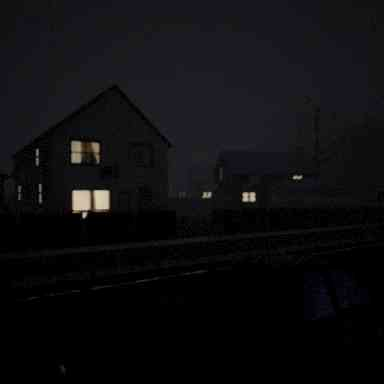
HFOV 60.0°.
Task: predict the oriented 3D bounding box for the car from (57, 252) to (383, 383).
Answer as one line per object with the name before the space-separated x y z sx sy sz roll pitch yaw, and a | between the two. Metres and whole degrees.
car | 1.161 1.601 4.511 5.357 1.411 2.033 1 -1 -35
